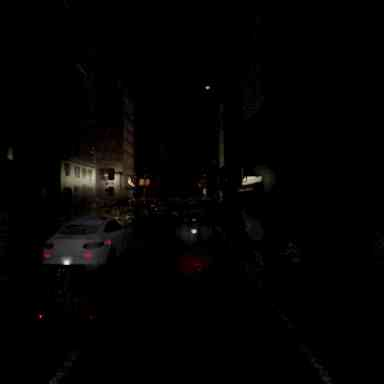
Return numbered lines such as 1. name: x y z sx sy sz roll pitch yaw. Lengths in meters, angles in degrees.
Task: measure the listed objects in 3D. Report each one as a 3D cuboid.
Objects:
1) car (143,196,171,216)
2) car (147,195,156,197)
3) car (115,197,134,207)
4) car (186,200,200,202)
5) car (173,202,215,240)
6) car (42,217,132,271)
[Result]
1. car: -3.150 1.458 32.704 2.128 1.511 4.902 0 0 0
2. car: -6.560 1.306 53.800 2.097 1.767 4.553 0 0 0
3. car: -9.830 1.503 48.951 2.033 1.411 5.357 0 0 0
4. car: 0.099 1.492 33.646 1.812 1.442 4.674 0 0 0
5. car: 0.093 1.485 16.997 1.837 1.490 4.892 0 0 0
6. car: -3.154 1.514 10.698 1.812 1.442 4.674 0 0 0
